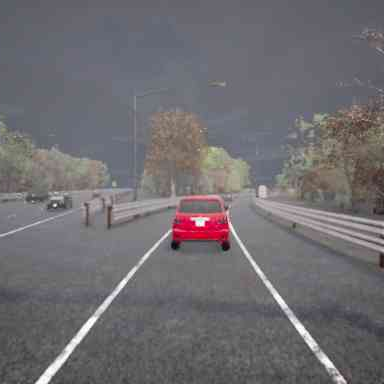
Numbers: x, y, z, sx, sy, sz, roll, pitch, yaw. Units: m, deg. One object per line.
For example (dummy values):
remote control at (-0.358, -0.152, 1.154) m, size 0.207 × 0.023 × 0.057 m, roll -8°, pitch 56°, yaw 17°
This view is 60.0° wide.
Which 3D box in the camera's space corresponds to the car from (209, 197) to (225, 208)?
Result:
car at (3.547, 1.409, 46.174) m, size 1.994 × 1.385 × 4.181 m, roll 0°, pitch 0°, yaw 8°

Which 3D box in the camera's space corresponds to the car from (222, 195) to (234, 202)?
car at (7.287, 1.289, 67.279) m, size 1.812 × 1.442 × 4.674 m, roll 0°, pitch 0°, yaw 13°

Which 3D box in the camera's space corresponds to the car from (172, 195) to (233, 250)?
car at (0.415, 1.169, 14.259) m, size 2.150 × 2.045 × 5.566 m, roll 0°, pitch 0°, yaw 3°

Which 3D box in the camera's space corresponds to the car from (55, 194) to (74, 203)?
car at (-20.172, 0.952, 52.625) m, size 1.895 × 1.301 × 4.718 m, roll 0°, pitch 1°, yaw -9°

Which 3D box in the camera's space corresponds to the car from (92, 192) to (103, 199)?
car at (-19.093, 0.727, 67.282) m, size 1.837 × 1.490 × 4.892 m, roll 0°, pitch 1°, yaw -9°

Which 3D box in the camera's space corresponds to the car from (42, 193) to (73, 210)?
car at (-13.560, 1.084, 34.242) m, size 1.812 × 1.442 × 4.674 m, roll 0°, pitch 1°, yaw -9°

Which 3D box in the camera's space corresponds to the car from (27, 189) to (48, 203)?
car at (-23.404, 0.570, 50.743) m, size 2.150 × 2.045 × 5.566 m, roll 0°, pitch 1°, yaw -9°
